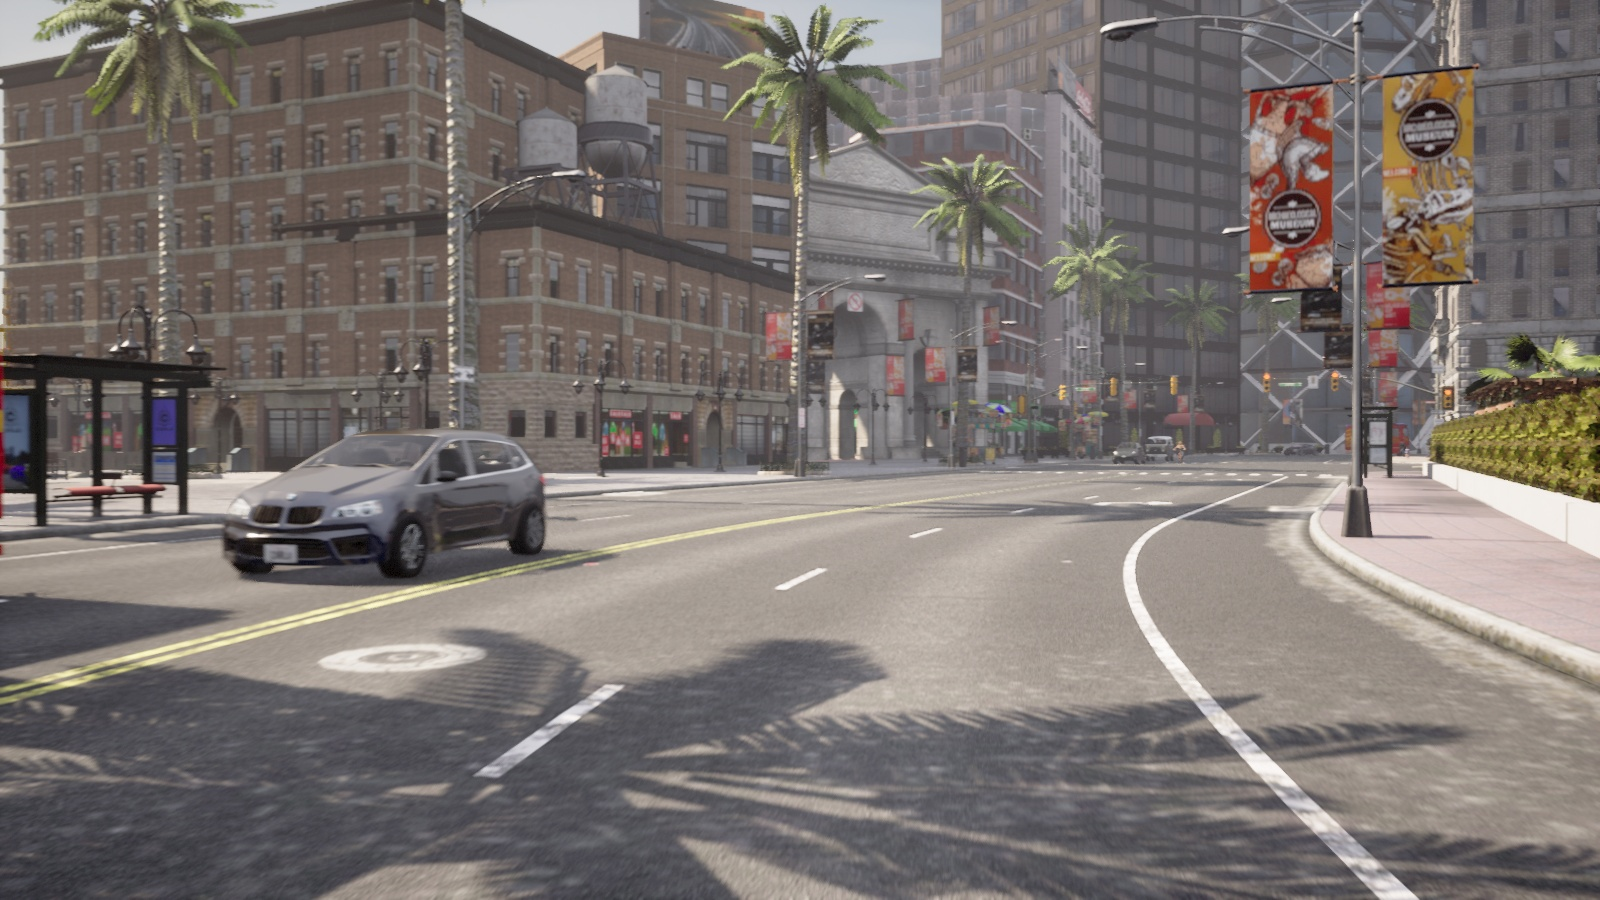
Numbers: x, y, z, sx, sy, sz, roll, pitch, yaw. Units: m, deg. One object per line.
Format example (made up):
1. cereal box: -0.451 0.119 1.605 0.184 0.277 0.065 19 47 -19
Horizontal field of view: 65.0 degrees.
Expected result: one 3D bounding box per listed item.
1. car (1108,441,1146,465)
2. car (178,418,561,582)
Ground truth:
1. car: 22.972 0.183 88.126 1.851 1.617 3.988 0 0 25
2. car: -4.959 0.496 15.338 2.242 1.667 4.611 0 0 15
